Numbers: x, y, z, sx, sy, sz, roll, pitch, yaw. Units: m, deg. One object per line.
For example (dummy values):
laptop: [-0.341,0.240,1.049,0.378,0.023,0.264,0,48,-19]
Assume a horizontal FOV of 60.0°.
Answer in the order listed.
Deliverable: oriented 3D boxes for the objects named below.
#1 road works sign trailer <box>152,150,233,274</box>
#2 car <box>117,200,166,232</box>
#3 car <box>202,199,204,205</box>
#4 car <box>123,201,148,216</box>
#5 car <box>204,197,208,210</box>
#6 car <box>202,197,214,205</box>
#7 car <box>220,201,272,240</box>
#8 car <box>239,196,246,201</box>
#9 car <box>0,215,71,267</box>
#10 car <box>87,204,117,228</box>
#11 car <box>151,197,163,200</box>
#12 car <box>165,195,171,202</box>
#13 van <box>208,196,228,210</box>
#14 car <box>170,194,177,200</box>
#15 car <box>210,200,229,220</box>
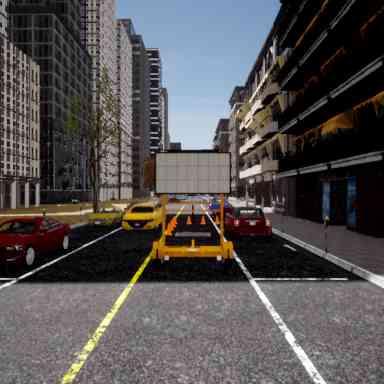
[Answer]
road works sign trailer: [0.028,0.466,10.594,2.380,3.560,2.880,0,0,0]
car: [-2.942,1.483,20.403,1.882,1.535,5.008,0,0,0]
car: [2.835,1.581,50.112,2.008,1.369,4.403,0,0,0]
car: [-5.595,1.597,33.540,1.802,1.307,4.206,0,0,0]
car: [2.802,1.460,39.047,1.967,1.590,4.097,0,0,0]
car: [2.867,1.594,61.178,2.008,1.369,4.403,0,0,0]
car: [2.737,1.444,16.916,1.967,1.590,4.097,0,0,0]
car: [13.661,1.414,80.552,4.403,1.369,2.008,-1,1,0]
car: [-5.660,1.547,11.409,1.887,1.381,4.507,0,0,0]
car: [-5.627,1.532,22.304,1.752,1.417,4.829,0,0,0]
car: [-5.546,1.555,49.967,1.752,1.417,4.829,0,0,0]
car: [-5.513,1.588,61.203,1.887,1.381,4.507,0,0,0]
van: [2.786,1.357,33.514,1.690,1.788,3.998,0,0,0]
car: [-5.419,1.415,93.591,2.192,1.841,5.009,0,0,0]
car: [2.769,1.593,27.982,1.802,1.307,4.206,0,0,0]
